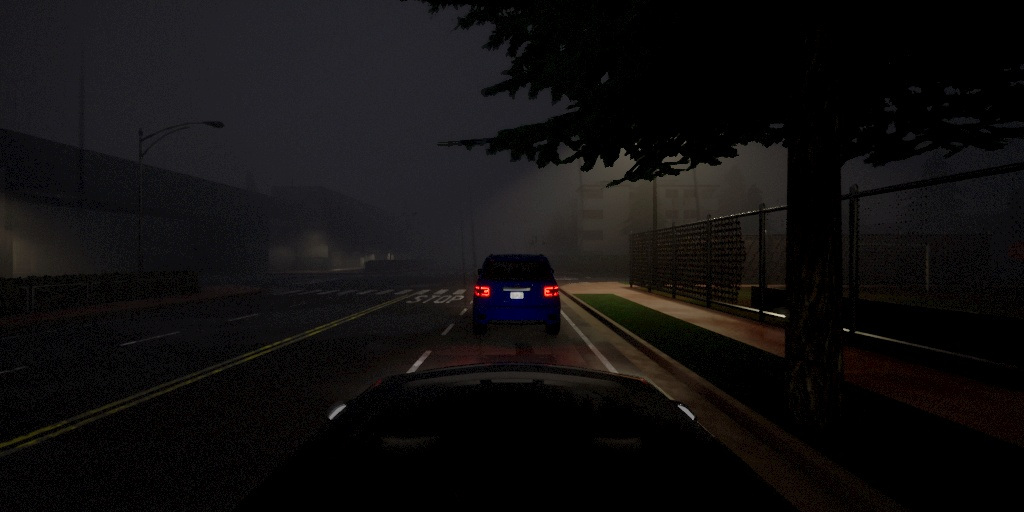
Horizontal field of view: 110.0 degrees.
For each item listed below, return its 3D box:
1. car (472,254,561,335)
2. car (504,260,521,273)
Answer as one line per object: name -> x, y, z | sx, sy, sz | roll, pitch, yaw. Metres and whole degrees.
car -> 0.115, 0.970, 10.673 | 2.150, 2.045, 5.566 | 0, 0, 0
car -> 0.025, 1.233, 45.548 | 2.128, 1.511, 4.902 | 0, 0, 0
